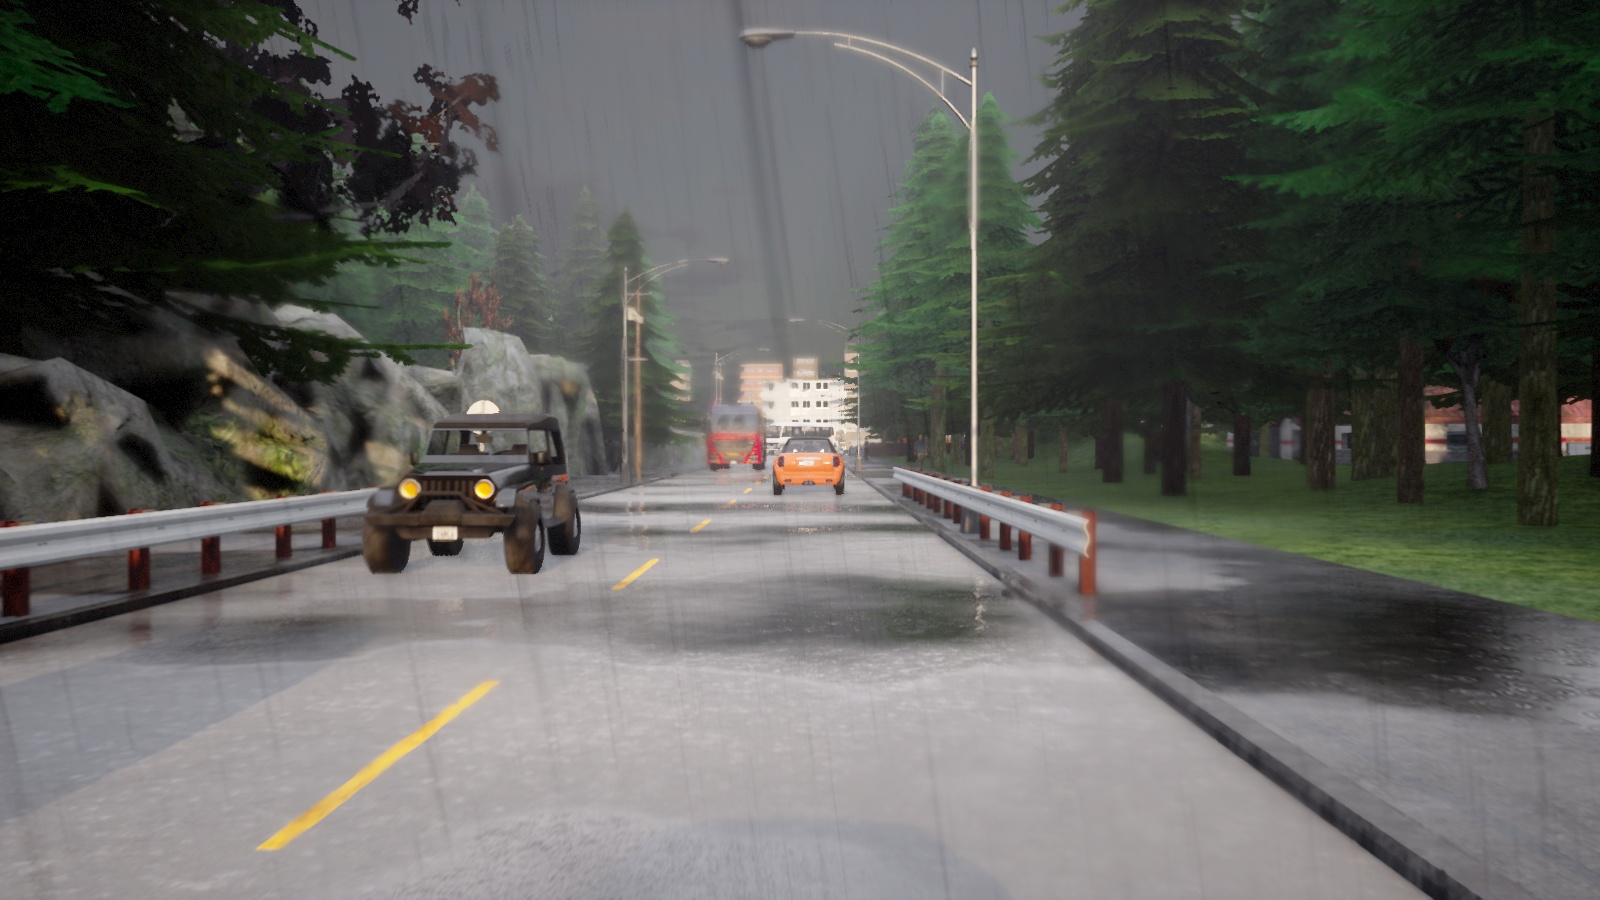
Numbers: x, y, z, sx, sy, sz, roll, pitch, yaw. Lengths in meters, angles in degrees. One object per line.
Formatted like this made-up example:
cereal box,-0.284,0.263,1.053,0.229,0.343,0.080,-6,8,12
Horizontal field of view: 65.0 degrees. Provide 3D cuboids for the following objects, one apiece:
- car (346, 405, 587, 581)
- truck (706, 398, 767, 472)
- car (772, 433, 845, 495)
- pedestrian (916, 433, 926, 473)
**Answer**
car,-3.900,0.453,15.390,1.905,1.878,3.866,0,0,0
truck,-3.422,-0.813,69.518,2.891,3.827,8.468,0,0,1
car,0.271,0.388,38.275,2.097,1.767,4.553,0,0,1
pedestrian,5.679,0.129,58.879,0.402,1.842,0.726,0,0,1
